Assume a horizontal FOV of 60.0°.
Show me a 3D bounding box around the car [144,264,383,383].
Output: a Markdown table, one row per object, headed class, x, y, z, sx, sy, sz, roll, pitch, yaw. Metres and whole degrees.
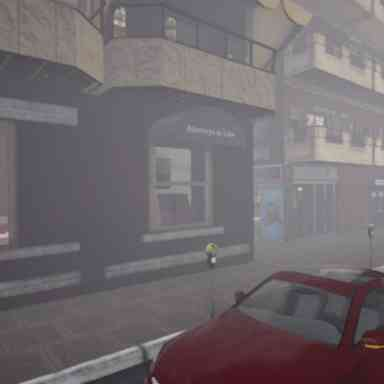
| class | x | y | z | sx | sy | sz | roll | pitch | yaw |
| --- | --- | --- | --- | --- | --- | --- | --- | --- | --- |
| car | 1.477 | 1.580 | 3.823 | 4.206 | 1.307 | 1.802 | 0 | -1 | -38 |
